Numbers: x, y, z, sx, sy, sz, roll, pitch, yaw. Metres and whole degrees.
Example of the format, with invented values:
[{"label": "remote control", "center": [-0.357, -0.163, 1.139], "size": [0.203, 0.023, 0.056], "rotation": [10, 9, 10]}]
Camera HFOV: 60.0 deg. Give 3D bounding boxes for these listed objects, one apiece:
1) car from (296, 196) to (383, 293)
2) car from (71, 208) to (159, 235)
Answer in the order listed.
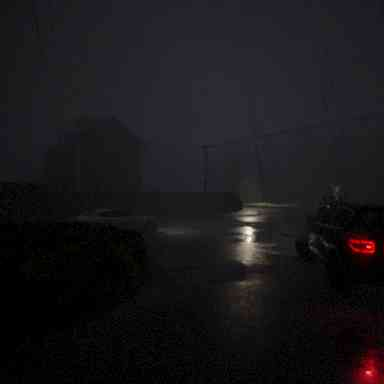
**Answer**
[{"label": "car", "center": [4.480, 1.250, 8.960], "size": [2.150, 2.045, 5.566], "rotation": [0, 0, 7]}, {"label": "car", "center": [-4.018, 1.554, 17.590], "size": [4.674, 1.442, 1.812], "rotation": [0, 0, -34]}]
